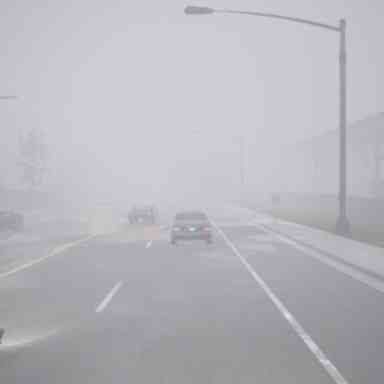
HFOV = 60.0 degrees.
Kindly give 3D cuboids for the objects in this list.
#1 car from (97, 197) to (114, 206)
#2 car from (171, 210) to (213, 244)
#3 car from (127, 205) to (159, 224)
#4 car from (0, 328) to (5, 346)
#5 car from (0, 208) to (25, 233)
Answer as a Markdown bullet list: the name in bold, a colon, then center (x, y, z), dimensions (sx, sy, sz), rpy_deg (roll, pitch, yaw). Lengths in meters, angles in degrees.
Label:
- **car**: center (-14.548, 1.531, 56.311), dimensions (1.812, 1.442, 4.674), rpy_deg (-1, 0, -1)
- **car**: center (-0.032, 1.558, 15.992), dimensions (2.033, 1.411, 5.357), rpy_deg (-1, 0, -1)
- **car**: center (-3.629, 1.655, 25.563), dimensions (1.895, 1.301, 4.718), rpy_deg (-1, 0, -1)
- **car**: center (-3.296, 1.584, 1.865), dimensions (2.033, 1.411, 5.357), rpy_deg (-1, 0, -2)
- **car**: center (-10.746, 1.616, 17.642), dimensions (2.128, 1.511, 4.902), rpy_deg (-1, 0, -1)
